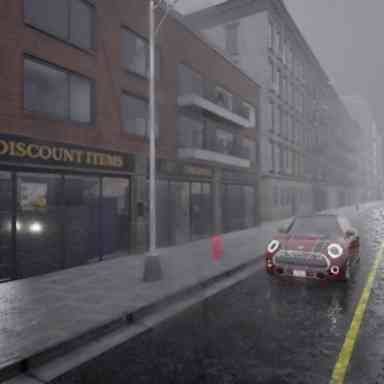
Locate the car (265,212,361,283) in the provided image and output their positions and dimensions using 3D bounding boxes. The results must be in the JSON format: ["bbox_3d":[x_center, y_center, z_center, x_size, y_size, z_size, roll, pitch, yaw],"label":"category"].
[{"bbox_3d":[3.892,1.486,10.313,2.097,1.767,4.553,-1,-1,32],"label":"car"}]
